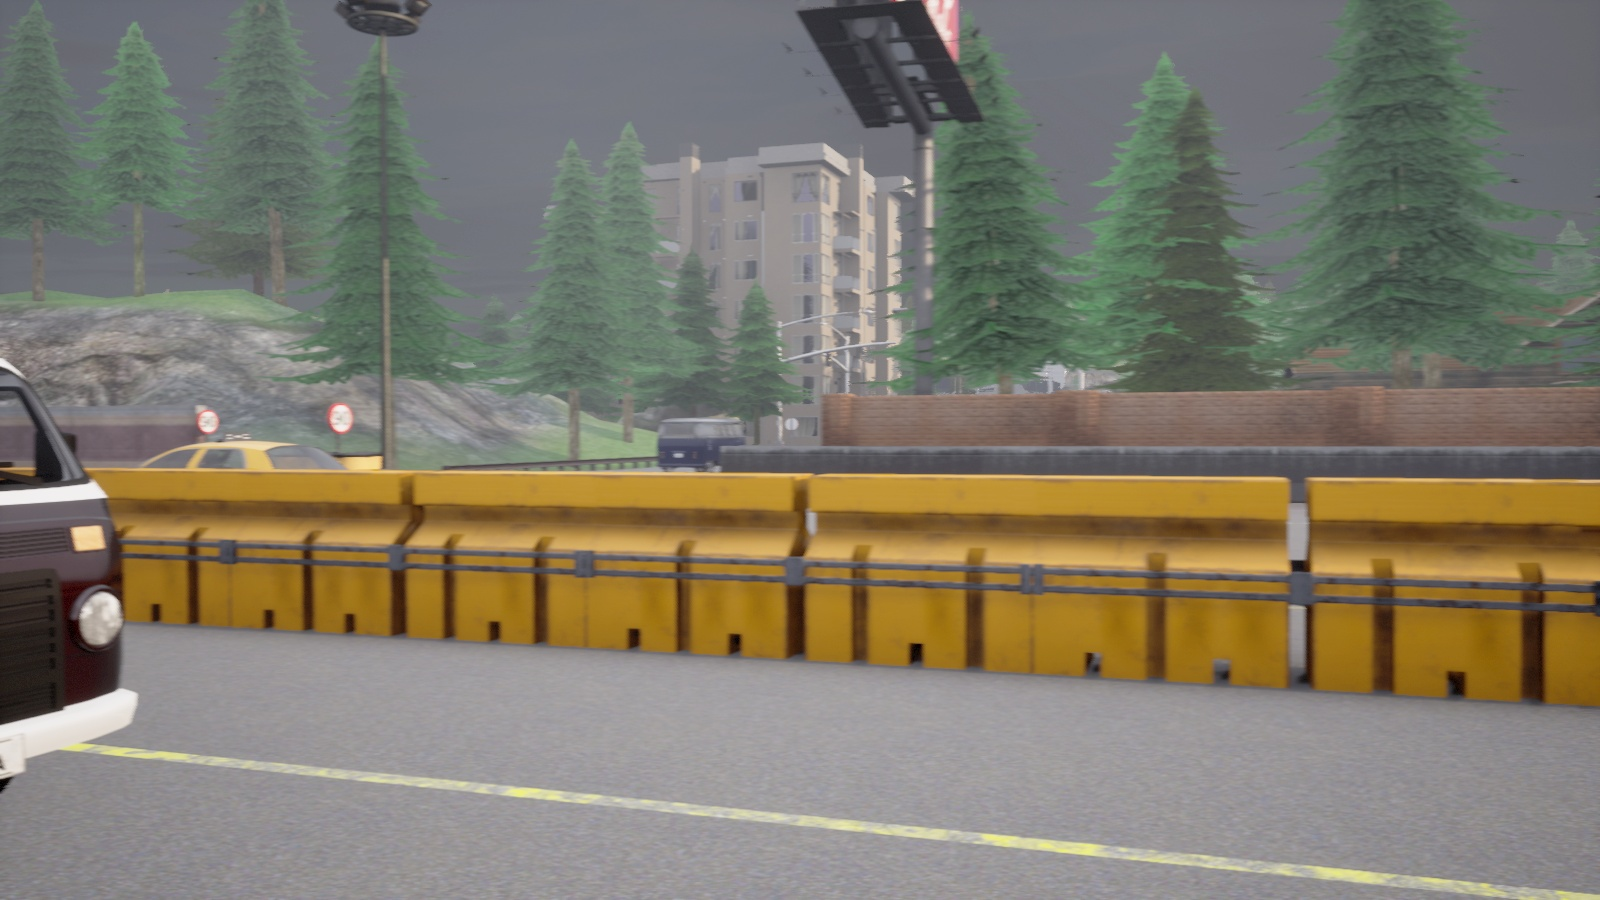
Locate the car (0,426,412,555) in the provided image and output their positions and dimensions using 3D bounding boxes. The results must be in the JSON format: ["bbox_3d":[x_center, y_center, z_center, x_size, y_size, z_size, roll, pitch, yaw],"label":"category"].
[{"bbox_3d":[-8.088,0.461,17.002,5.366,1.575,1.801,0,1,19],"label":"car"}]

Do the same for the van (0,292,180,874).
[{"bbox_3d":[-4.998,0.454,4.876,4.480,2.038,2.069,0,1,19],"label":"van"}]

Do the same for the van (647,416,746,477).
[{"bbox_3d":[-3.516,-0.151,43.506,1.775,1.987,4.442,1,1,20],"label":"van"}]
